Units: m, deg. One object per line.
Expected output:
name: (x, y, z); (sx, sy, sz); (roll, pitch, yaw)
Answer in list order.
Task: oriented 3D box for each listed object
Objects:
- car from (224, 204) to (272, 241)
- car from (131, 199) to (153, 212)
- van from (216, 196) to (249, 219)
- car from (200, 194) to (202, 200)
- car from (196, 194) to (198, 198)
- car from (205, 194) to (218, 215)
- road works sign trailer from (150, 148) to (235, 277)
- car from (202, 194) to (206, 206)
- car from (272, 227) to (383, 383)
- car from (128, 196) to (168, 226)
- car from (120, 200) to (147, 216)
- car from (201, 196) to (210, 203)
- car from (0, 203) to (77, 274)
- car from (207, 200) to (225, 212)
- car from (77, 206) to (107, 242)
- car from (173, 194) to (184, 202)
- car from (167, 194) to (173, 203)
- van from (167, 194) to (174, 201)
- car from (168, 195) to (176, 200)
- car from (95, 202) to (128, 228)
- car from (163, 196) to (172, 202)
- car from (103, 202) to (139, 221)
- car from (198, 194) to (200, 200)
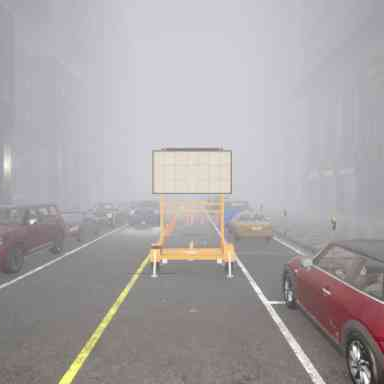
car: (2.771, 1.525, 16.510); (1.752, 1.417, 4.829); (0, 0, 0)
car: (-5.738, 1.572, 38.739); (1.947, 1.339, 4.313); (0, 0, 0)
van: (2.775, 1.342, 21.941); (1.690, 1.788, 3.998); (0, 0, 0)
car: (2.798, 1.456, 55.551); (1.967, 1.590, 4.097); (0, 0, 0)
car: (2.822, 1.584, 89.161); (1.887, 1.381, 4.507); (0, 0, 0)
car: (2.782, 1.319, 33.144); (2.192, 1.841, 5.009); (0, 0, 0)
road works sign trailer: (0.007, 0.464, 10.181); (2.380, 3.560, 2.880); (0, 0, 0)
car: (2.790, 1.324, 44.348); (2.192, 1.841, 5.009); (0, 0, 0)
car: (2.763, 1.440, 5.135); (1.967, 1.590, 4.097); (0, 0, 0)
car: (-3.084, 1.353, 23.391); (2.097, 1.767, 4.553); (0, 0, 0)
car: (-5.742, 1.569, 33.137); (1.947, 1.339, 4.313); (0, 0, 0)
car: (2.811, 1.610, 72.356); (1.802, 1.307, 4.206); (0, 0, 0)
car: (-5.758, 1.314, 10.729); (2.192, 1.841, 5.009); (0, 0, 0)
car: (2.787, 1.588, 38.746); (1.802, 1.307, 4.206); (0, 0, 0)
car: (-5.754, 1.582, 16.331); (1.802, 1.307, 4.206); (0, 0, 0)
car: (-2.946, 1.508, 76.758); (1.882, 1.535, 5.008); (0, 0, 0)
car: (-5.715, 1.467, 72.352); (1.967, 1.590, 4.097); (0, 0, 0)
van: (-5.703, 1.380, 89.159); (1.690, 1.788, 3.998); (0, 0, 0)
car: (-5.699, 1.588, 94.761); (1.887, 1.381, 4.507); (0, 0, 0)
car: (-5.750, 1.440, 21.933); (1.967, 1.590, 4.097); (0, 0, 0)
car: (-5.711, 1.576, 77.954); (1.887, 1.381, 4.507); (0, 0, 0)
car: (-5.746, 1.552, 27.536); (2.008, 1.369, 4.403); (0, 0, 0)
car: (2.806, 1.464, 66.754); (1.967, 1.590, 4.097); (0, 0, 0)
